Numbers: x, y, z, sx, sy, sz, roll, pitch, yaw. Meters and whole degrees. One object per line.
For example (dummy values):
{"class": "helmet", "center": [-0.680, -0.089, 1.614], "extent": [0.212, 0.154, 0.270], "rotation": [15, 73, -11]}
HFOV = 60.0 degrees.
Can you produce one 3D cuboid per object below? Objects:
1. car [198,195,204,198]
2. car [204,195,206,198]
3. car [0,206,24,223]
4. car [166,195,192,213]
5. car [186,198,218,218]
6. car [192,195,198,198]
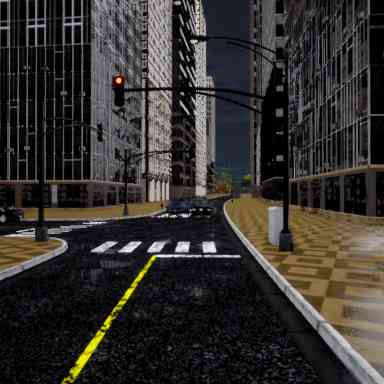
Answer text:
{"class": "car", "center": [0.320, 1.296, 55.290], "extent": [2.097, 1.767, 4.553], "rotation": [0, 0, 7]}
{"class": "car", "center": [1.921, 1.407, 67.399], "extent": [2.128, 1.511, 4.902], "rotation": [0, 0, 8]}
{"class": "car", "center": [-16.426, 1.854, 28.068], "extent": [4.403, 1.369, 2.008], "rotation": [-1, 1, 10]}
{"class": "car", "center": [-1.546, 1.328, 36.185], "extent": [2.097, 1.767, 4.553], "rotation": [0, 0, 5]}
{"class": "car", "center": [1.193, 1.528, 30.244], "extent": [2.033, 1.411, 5.357], "rotation": [0, 0, 10]}
{"class": "car", "center": [-0.771, 1.315, 45.119], "extent": [2.097, 1.767, 4.553], "rotation": [0, 0, 6]}
